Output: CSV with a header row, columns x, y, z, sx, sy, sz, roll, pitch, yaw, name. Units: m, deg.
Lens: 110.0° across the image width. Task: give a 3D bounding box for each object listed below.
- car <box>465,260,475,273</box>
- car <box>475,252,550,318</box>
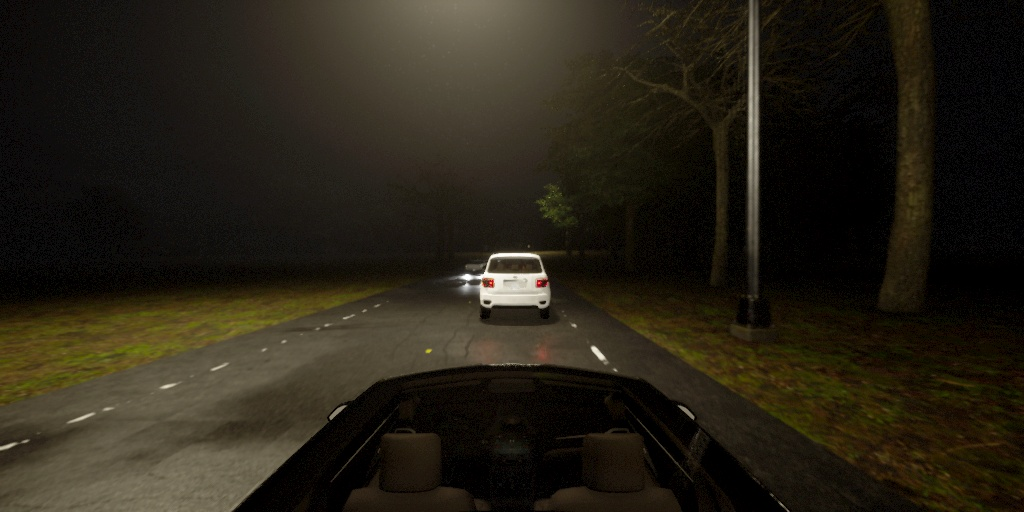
x,y,z,sx,sy,sz,roll,pitch,yaw,name
-3.590,1.021,36.113,1.895,1.301,4.718,0,1,0,car
0.095,0.923,12.926,2.150,2.045,5.566,0,0,0,car
